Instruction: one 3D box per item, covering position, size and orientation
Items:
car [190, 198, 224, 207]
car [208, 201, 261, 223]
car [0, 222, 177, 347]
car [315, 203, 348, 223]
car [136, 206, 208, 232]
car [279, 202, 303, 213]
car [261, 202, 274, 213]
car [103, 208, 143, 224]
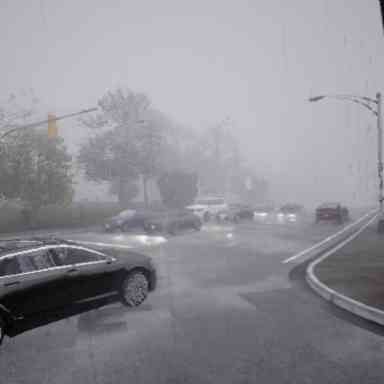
[{"bbox_3d":[1.312,1.570,30.893,2.150,2.045,5.566,-1,-1,32],"label":"car"},{"bbox_3d":[3.679,1.761,28.094,2.128,1.511,4.902,-1,-1,32],"label":"car"},{"bbox_3d":[-2.722,1.592,6.061,2.128,1.511,4.902,-1,-1,37],"label":"car"},{"bbox_3d":[11.378,1.600,26.982,1.882,1.535,5.008,-1,-1,32],"label":"car"},{"bbox_3d":[-1.127,1.824,20.716,1.994,1.385,4.181,-2,-1,34],"label":"car"},{"bbox_3d":[12.565,1.935,42.171,1.895,1.301,4.718,-1,-1,32],"label":"car"},{"bbox_3d":[9.183,1.970,43.367,1.994,1.385,4.181,-1,-1,32],"label":"car"},{"bbox_3d":[-3.988,1.862,22.708,1.812,1.442,4.674,-2,-1,34],"label":"car"}]
